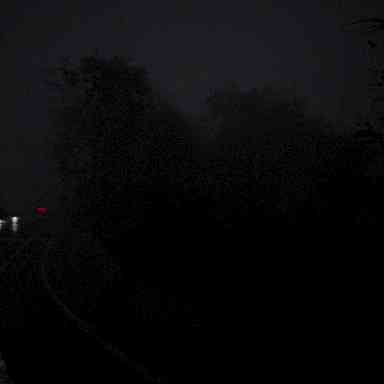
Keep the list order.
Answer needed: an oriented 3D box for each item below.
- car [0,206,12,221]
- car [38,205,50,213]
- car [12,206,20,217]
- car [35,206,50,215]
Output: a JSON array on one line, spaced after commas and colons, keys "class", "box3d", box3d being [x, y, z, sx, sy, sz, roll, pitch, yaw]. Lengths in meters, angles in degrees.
[{"class": "car", "box3d": [-21.236, 2.362, 35.924, 1.994, 1.385, 4.181, 1, -2, -21]}, {"class": "car", "box3d": [-29.106, 3.353, 65.596, 1.895, 1.301, 4.718, 1, -2, -22]}, {"class": "car", "box3d": [-24.885, 2.699, 45.499, 1.812, 1.442, 4.674, 1, -2, -21]}, {"class": "car", "box3d": [-25.311, 3.088, 56.103, 2.128, 1.511, 4.902, 1, -2, -22]}]
